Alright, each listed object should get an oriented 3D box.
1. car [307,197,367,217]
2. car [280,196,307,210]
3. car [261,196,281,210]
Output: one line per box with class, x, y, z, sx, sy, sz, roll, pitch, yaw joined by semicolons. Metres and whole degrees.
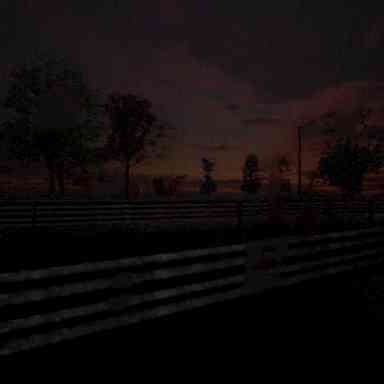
car;12.285;1.210;27.522;4.892;1.490;1.837;0;0;-22
car;10.732;1.273;30.665;4.181;1.385;1.994;0;0;-22
car;9.187;1.213;33.813;4.892;1.490;1.837;0;0;-22
